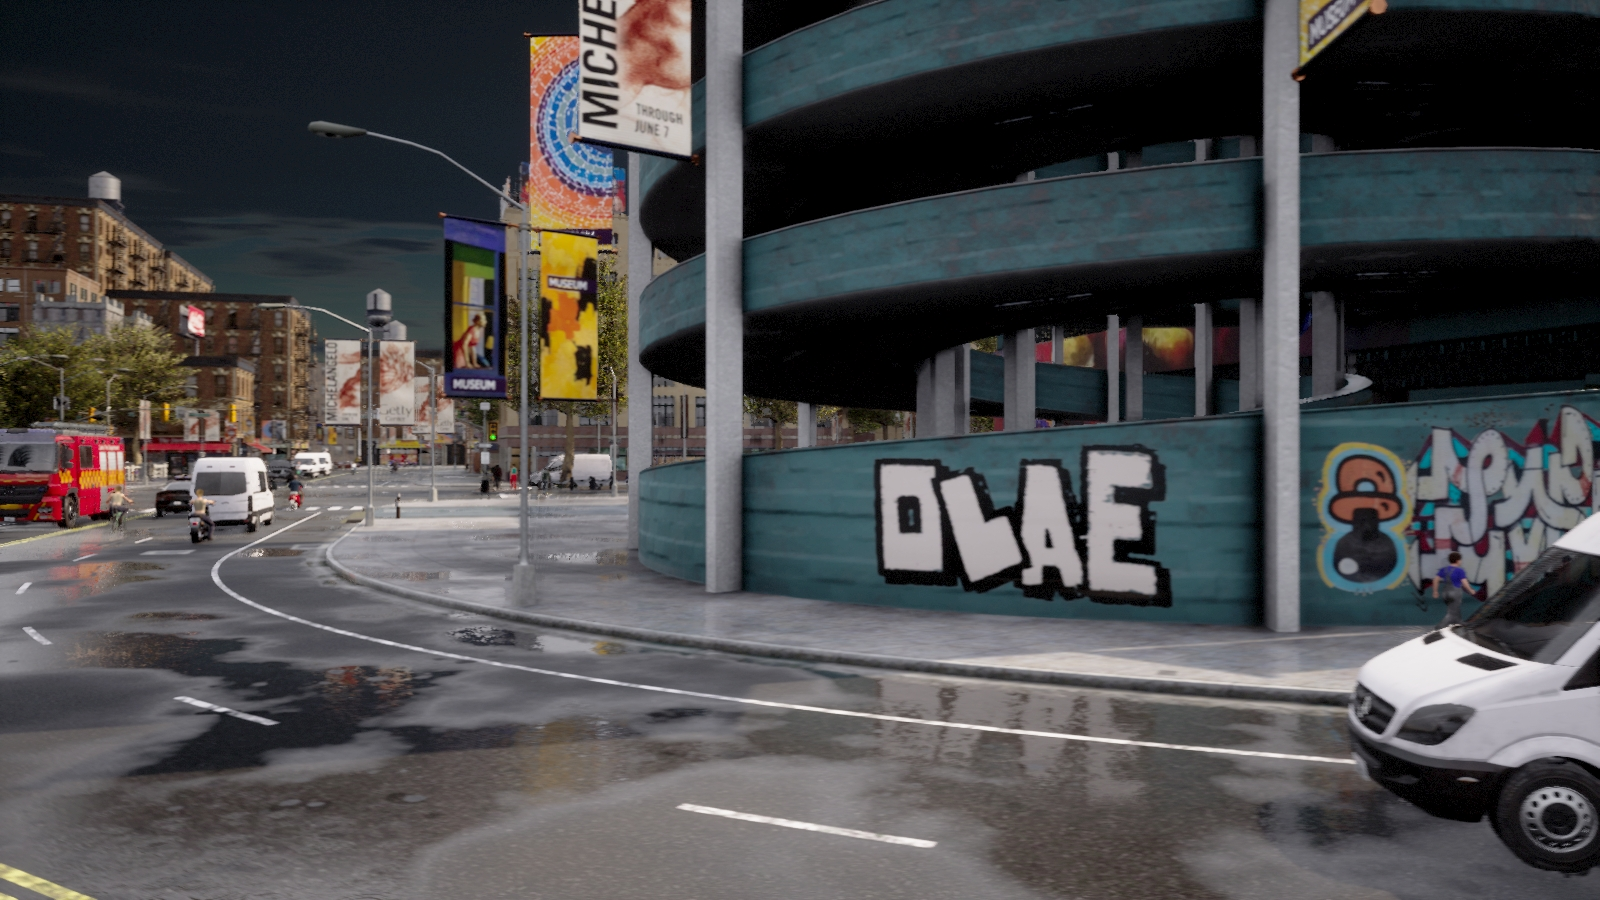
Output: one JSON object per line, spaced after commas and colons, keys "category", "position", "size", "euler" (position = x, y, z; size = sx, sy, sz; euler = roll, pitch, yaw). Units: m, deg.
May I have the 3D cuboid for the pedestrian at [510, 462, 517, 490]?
{"category": "pedestrian", "position": [-19.059, 1.749, 76.114], "size": [0.375, 1.860, 0.375], "euler": [0, 0, -28]}

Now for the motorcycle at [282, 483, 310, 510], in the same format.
{"category": "motorcycle", "position": [-24.028, 2.211, 54.466], "size": [0.856, 1.236, 1.805], "euler": [0, 0, -12]}

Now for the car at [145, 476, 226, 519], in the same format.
{"category": "car", "position": [-26.667, 2.008, 49.746], "size": [2.097, 1.638, 5.238], "euler": [0, 0, -17]}

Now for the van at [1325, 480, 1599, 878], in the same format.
{"category": "van", "position": [7.160, 1.542, 8.144], "size": [5.915, 2.561, 1.988], "euler": [0, 0, 12]}

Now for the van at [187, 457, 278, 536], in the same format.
{"category": "van", "position": [-20.226, 1.557, 40.987], "size": [1.988, 2.561, 5.915], "euler": [0, 0, -17]}

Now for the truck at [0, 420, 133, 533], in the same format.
{"category": "truck", "position": [-27.920, 0.911, 43.013], "size": [2.891, 3.827, 8.468], "euler": [0, 0, -17]}

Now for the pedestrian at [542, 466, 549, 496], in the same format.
{"category": "pedestrian", "position": [-15.699, 1.891, 70.422], "size": [0.375, 1.860, 0.375], "euler": [0, 0, -16]}

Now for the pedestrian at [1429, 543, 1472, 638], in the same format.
{"category": "pedestrian", "position": [9.267, 1.989, 16.291], "size": [0.375, 1.300, 0.375], "euler": [0, 0, -15]}
